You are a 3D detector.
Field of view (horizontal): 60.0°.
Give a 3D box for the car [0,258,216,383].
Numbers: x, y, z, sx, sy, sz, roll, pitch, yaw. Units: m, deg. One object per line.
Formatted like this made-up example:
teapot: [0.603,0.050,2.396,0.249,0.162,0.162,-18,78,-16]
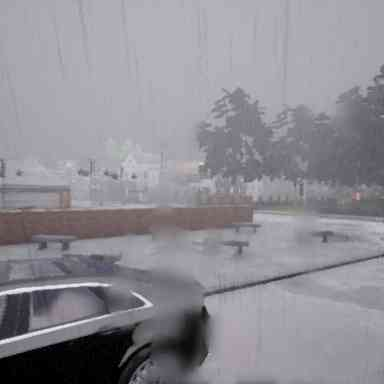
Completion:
car: [-2.020,1.492,3.156,4.902,1.511,2.128,0,0,-35]
